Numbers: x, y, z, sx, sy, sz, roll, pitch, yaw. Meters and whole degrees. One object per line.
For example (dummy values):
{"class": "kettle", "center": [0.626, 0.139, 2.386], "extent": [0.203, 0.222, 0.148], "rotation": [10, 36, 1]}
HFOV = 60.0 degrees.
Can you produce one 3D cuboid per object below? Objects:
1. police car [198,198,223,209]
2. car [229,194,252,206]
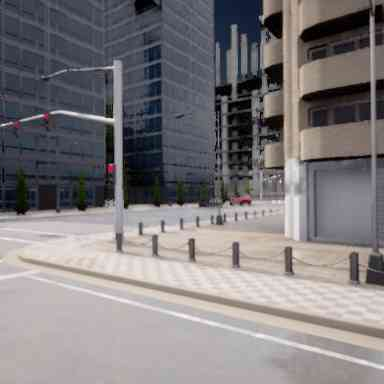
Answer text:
{"class": "police car", "center": [2.829, 1.671, 51.184], "extent": [1.930, 1.638, 5.238], "rotation": [-1, 0, 36]}
{"class": "car", "center": [8.723, 1.468, 59.361], "extent": [2.150, 2.045, 5.566], "rotation": [-1, 0, 36]}
